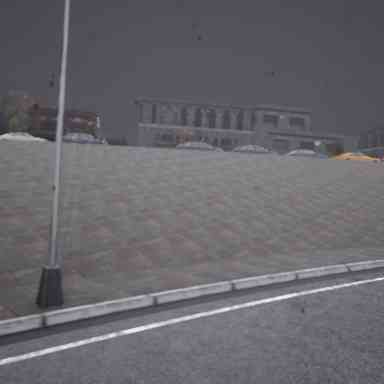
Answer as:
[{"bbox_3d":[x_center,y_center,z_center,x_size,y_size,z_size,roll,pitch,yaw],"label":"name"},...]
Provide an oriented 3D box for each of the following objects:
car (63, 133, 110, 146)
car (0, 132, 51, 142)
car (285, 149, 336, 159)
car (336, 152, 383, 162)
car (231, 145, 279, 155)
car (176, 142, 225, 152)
[{"bbox_3d":[-10.056,-4.688,31.572,4.553,1.767,2.185,2,-1,-6],"label":"car"},{"bbox_3d":[-15.517,-4.747,30.961,4.674,1.452,2.002,2,-1,-6],"label":"car"},{"bbox_3d":[11.777,-3.573,34.122,4.674,1.452,2.002,3,-1,-8],"label":"car"},{"bbox_3d":[17.256,-3.346,34.965,5.008,1.535,2.097,3,-1,-9],"label":"car"},{"bbox_3d":[6.284,-3.873,33.398,4.892,1.521,2.231,3,-1,-7],"label":"car"},{"bbox_3d":[0.804,-4.113,32.779,4.892,1.521,2.231,2,-1,-6],"label":"car"}]
